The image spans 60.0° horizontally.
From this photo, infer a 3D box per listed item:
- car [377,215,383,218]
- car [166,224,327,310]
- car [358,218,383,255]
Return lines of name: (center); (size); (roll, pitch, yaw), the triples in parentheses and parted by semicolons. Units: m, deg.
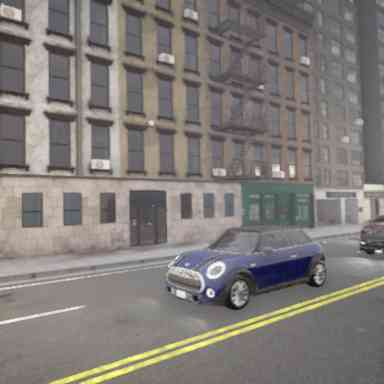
car: (12.521, 2.193, 21.070); (4.674, 1.442, 1.812); (1, -3, -37)
car: (1.540, 1.718, 8.845); (4.553, 1.767, 2.097); (1, -3, -37)
car: (9.608, 2.014, 14.908); (5.357, 1.411, 2.033); (1, -3, -36)
